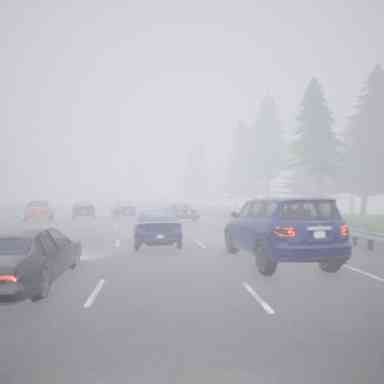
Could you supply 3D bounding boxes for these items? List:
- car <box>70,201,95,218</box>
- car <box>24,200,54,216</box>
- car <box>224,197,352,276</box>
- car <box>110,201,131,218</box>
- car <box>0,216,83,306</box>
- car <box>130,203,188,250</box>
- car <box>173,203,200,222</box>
[{"bbox_3d":[-10.070,1.558,30.584,1.882,1.535,5.008,0,0,-23],"label":"car"},{"bbox_3d":[-12.831,1.457,28.073,2.097,1.767,4.553,-1,0,-21],"label":"car"},{"bbox_3d":[2.631,1.185,10.583,2.150,2.045,5.566,0,-1,-9],"label":"car"},{"bbox_3d":[-6.423,1.573,30.901,1.812,1.442,4.674,0,0,-22],"label":"car"},{"bbox_3d":[-4.146,1.582,8.256,2.033,1.411,5.357,0,0,-7],"label":"car"},{"bbox_3d":[-1.622,1.488,14.607,1.882,1.535,5.008,0,0,-11],"label":"car"},{"bbox_3d":[-0.957,1.549,26.177,2.033,1.411,5.357,0,0,-18],"label":"car"}]
